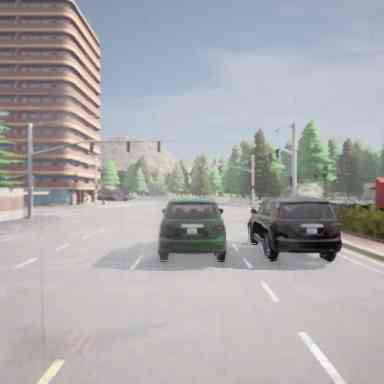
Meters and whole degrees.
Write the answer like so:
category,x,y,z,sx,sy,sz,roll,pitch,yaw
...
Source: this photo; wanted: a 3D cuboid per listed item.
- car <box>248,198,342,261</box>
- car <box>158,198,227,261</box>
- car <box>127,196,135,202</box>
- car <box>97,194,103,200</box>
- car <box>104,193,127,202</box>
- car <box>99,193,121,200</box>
category,x,y,z,sx,sy,sz,roll,pitch,yaw
car,3.529,1.216,12.388,2.150,2.045,5.566,0,0,1
car,0.029,1.216,12.344,2.150,2.045,5.566,0,0,1
car,-15.483,1.498,77.038,5.357,1.411,2.033,0,0,45
car,-24.333,1.308,87.292,4.553,1.767,2.097,0,0,23
car,-17.037,1.315,73.661,2.097,1.767,4.553,0,0,-42
car,-22.211,1.176,90.167,5.566,2.045,2.150,0,0,23
